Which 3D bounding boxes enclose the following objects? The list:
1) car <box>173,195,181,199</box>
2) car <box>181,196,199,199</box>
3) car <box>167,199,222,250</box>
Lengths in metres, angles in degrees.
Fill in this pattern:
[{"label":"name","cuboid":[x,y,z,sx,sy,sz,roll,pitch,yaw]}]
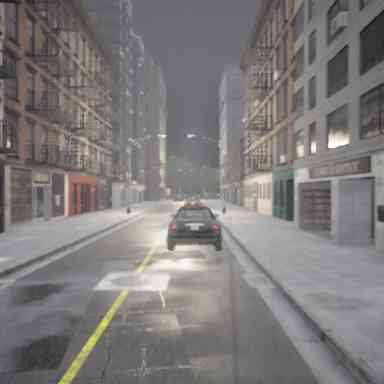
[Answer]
[{"label":"car","cuboid":[-2.989,1.470,72.116,1.882,1.535,5.008,0,0,0]},{"label":"car","cuboid":[0.106,1.376,39.238,2.097,1.767,4.553,0,0,0]},{"label":"car","cuboid":[0.104,1.357,14.513,2.097,1.767,4.553,0,0,0]}]
